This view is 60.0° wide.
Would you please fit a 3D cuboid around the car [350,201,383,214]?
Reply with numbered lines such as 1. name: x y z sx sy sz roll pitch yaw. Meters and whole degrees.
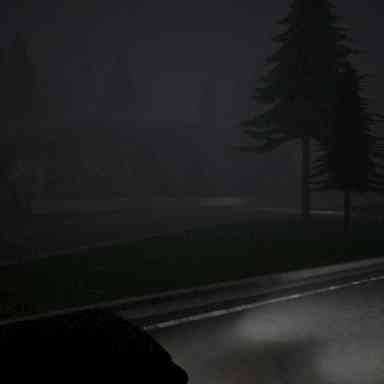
1. car: 17.356 1.472 30.858 4.718 1.301 1.895 0 0 39

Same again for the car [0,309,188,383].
1. car: -2.283 1.581 2.028 4.718 1.301 1.895 0 0 -36
